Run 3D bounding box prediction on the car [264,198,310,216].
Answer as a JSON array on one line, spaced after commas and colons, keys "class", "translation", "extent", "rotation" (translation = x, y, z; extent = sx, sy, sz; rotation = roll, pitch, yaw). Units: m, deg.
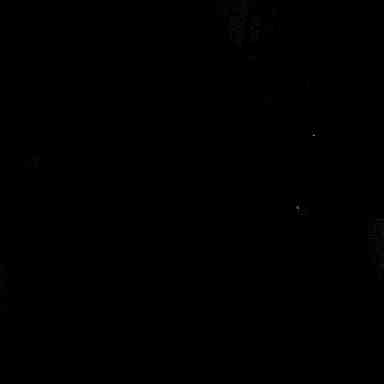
[{"class": "car", "translation": [9.336, 1.396, 32.883], "extent": [2.097, 1.767, 4.553], "rotation": [1, 0, -36]}]
